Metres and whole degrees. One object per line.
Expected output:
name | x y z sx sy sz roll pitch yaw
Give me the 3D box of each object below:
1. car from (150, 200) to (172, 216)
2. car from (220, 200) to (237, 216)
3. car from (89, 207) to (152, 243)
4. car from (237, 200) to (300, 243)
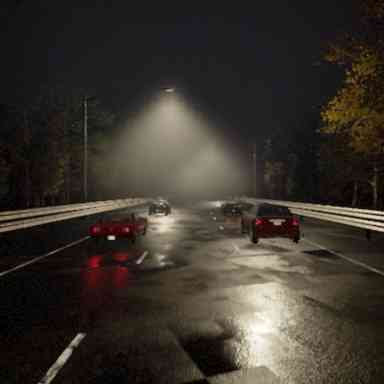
car | -3.117 1.520 33.073 2.128 1.511 4.902 0 0 1
car | 3.883 1.521 33.045 2.128 1.511 4.902 0 0 1
car | -3.325 1.616 16.066 1.895 1.301 4.718 0 0 0
car | 3.680 1.368 16.381 2.097 1.767 4.553 0 0 0
